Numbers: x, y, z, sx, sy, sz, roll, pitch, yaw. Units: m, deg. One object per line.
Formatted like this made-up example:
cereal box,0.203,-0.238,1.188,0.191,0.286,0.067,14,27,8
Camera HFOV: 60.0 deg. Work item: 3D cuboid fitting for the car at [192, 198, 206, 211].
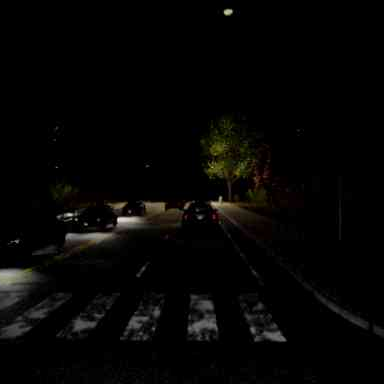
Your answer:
car,0.960,1.647,45.037,1.837,1.490,4.892,0,0,2

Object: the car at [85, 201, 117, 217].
car,-9.145,1.698,33.763,1.994,1.385,4.181,0,0,1

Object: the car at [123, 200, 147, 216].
car,-5.868,1.621,34.157,2.128,1.511,4.902,0,0,2

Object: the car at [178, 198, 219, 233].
car,0.494,1.435,20.357,2.097,1.767,4.553,0,0,1

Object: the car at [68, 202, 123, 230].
car,-6.163,1.625,21.830,1.812,1.442,4.674,0,0,2

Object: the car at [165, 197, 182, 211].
car,-2.345,1.495,43.425,2.097,1.767,4.553,0,0,1

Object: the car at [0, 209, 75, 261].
car,-6.367,1.601,12.772,1.812,1.442,4.674,0,0,1

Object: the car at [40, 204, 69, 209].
car,-9.393,1.612,22.624,1.837,1.490,4.892,0,0,1

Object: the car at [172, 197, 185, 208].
car,-2.121,1.639,53.488,1.882,1.535,5.008,0,0,1
